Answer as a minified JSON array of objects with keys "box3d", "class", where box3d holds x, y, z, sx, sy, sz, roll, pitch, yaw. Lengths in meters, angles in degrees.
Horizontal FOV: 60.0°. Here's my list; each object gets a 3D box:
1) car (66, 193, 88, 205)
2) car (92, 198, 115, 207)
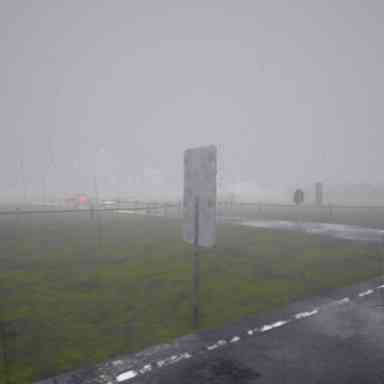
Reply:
[{"box3d":[-20.212,1.182,58.606,2.150,2.045,5.566,1,-1,-41],"class":"car"},{"box3d":[-13.696,1.568,50.998,1.895,1.301,4.718,1,-1,-40],"class":"car"}]
